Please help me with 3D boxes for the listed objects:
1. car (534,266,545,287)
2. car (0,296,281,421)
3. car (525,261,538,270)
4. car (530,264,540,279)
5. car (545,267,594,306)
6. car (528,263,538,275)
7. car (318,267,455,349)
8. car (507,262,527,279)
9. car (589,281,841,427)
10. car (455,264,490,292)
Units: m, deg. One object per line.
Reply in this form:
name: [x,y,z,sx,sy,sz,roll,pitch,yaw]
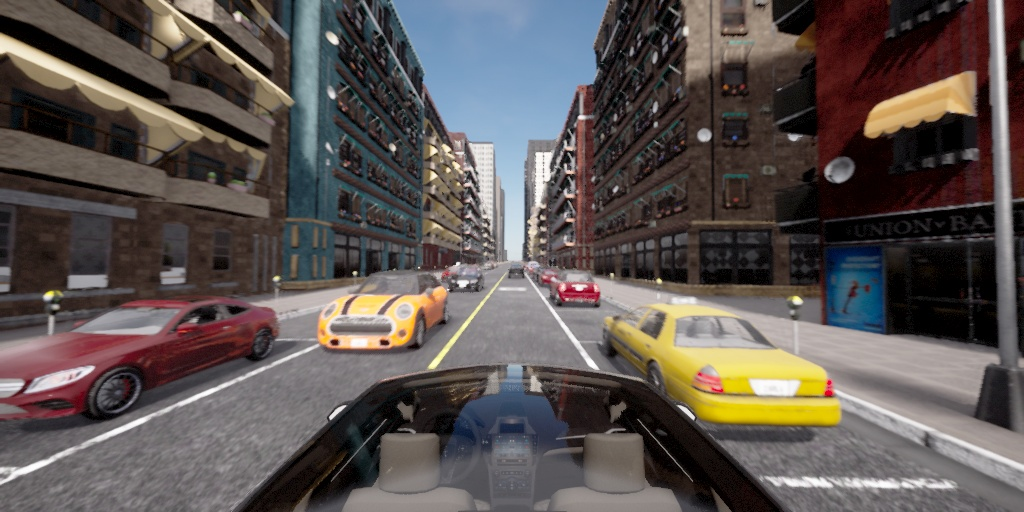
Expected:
car: [2.948,1.691,27.981,1.802,1.307,4.207,0,0,1]
car: [-5.675,1.352,5.861,1.802,1.307,4.207,0,0,1]
car: [3.190,1.830,50.141,1.967,1.591,4.097,0,0,1]
car: [3.009,1.746,33.520,1.948,1.339,4.313,0,0,1]
car: [2.827,1.406,16.901,1.967,1.591,4.097,0,0,1]
car: [3.069,1.816,39.060,1.948,1.339,4.313,0,0,1]
car: [-3.040,1.186,9.451,2.097,1.767,4.553,0,-1,1]
car: [0.495,1.762,40.899,1.837,1.490,4.892,0,-1,1]
car: [2.707,1.346,5.991,1.751,1.417,4.829,0,0,1]
car: [-2.866,1.511,23.634,2.128,1.511,4.902,0,-1,1]
